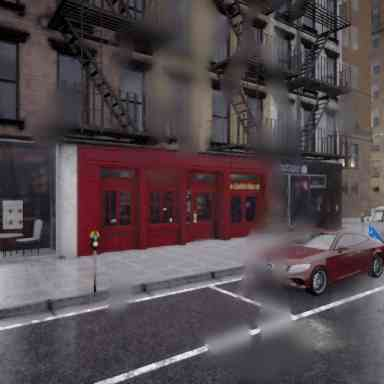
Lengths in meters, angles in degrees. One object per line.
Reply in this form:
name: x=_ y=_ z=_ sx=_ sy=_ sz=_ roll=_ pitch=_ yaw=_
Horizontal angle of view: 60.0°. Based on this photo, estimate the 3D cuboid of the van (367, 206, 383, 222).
van: x=7.828 y=1.345 z=11.744 sx=3.998 sy=1.788 sz=1.690 roll=0 pitch=0 yaw=-35

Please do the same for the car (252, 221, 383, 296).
car: x=3.419 y=1.584 z=8.615 sx=4.206 sy=1.307 sz=1.802 roll=0 pitch=0 yaw=-35
